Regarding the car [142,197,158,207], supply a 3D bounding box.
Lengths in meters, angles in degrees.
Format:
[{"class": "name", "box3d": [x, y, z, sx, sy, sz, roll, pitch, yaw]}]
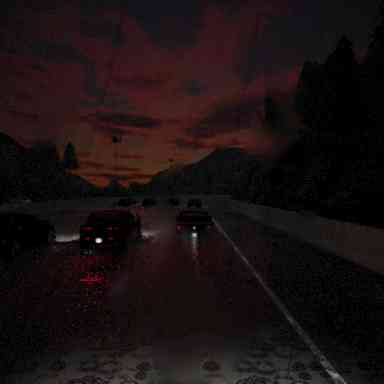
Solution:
[{"class": "car", "box3d": [-6.447, 1.504, 51.511, 1.837, 1.490, 4.892, -1, 0, 4]}]

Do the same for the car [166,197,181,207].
[{"class": "car", "box3d": [-2.914, 1.504, 51.804, 1.837, 1.490, 4.892, 0, 0, 4]}]

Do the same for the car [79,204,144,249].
[{"class": "car", "box3d": [-3.396, 1.505, 14.524, 1.837, 1.490, 4.892, 0, 0, 0]}]

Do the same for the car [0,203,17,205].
[{"class": "car", "box3d": [-10.396, 1.477, 15.456, 1.882, 1.535, 5.008, 0, 0, 0]}]

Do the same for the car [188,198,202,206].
[{"class": "car", "box3d": [0.472, 1.562, 49.932, 1.994, 1.385, 4.181, 0, 0, 4]}]

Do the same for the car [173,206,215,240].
[{"class": "car", "box3d": [0.103, 1.600, 16.811, 1.895, 1.301, 4.718, 0, 0, 0]}]

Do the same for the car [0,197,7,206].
[{"class": "car", "box3d": [-31.208, 1.548, 51.353, 2.033, 1.411, 5.357, 0, 0, 3]}]

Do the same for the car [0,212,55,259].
[{"class": "car", "box3d": [-6.899, 1.505, 12.629, 1.837, 1.490, 4.892, 0, 0, 0]}]

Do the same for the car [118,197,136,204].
[{"class": "car", "box3d": [-9.963, 1.490, 51.514, 2.128, 1.511, 4.902, 0, 0, 4]}]
